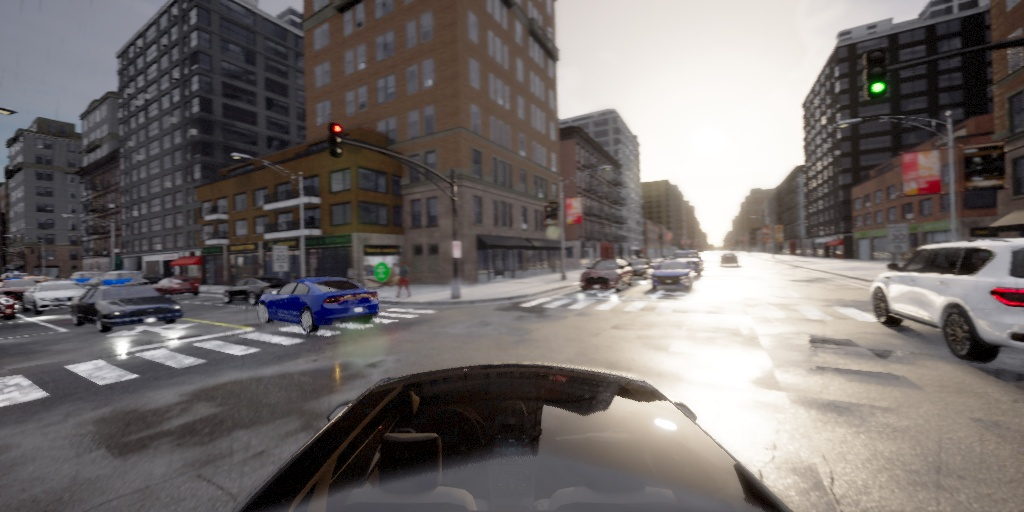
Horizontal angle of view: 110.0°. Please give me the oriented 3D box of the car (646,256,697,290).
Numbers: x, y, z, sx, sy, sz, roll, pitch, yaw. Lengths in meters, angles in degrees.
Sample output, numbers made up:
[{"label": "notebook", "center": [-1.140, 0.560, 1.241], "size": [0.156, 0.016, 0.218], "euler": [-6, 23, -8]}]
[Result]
[{"label": "car", "center": [9.097, 0.970, 20.198], "size": [1.882, 1.535, 5.008], "euler": [-2, 0, 30]}]

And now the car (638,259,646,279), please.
[{"label": "car", "center": [9.910, 0.980, 28.157], "size": [1.837, 1.490, 4.892], "euler": [-2, 0, 30]}]

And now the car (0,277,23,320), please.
[{"label": "car", "center": [-22.069, 1.876, 14.627], "size": [4.097, 1.591, 1.967], "euler": [0, 0, 30]}]

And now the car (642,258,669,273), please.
[{"label": "car", "center": [14.540, 0.940, 36.211], "size": [1.895, 1.301, 4.718], "euler": [-2, 0, 29]}]

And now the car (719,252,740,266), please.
[{"label": "car", "center": [26.851, 0.314, 44.392], "size": [2.097, 1.767, 4.553], "euler": [-2, 0, 30]}]

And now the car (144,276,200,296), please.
[{"label": "car", "center": [-22.820, 2.084, 24.333], "size": [4.207, 1.307, 1.802], "euler": [0, 0, 30]}]

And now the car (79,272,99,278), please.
[{"label": "car", "center": [-37.122, 2.513, 32.610], "size": [4.403, 1.370, 2.007], "euler": [0, 0, 30]}]

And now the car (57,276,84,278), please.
[{"label": "car", "center": [-38.147, 2.581, 30.206], "size": [4.718, 1.301, 1.895], "euler": [-2, 0, 31]}]

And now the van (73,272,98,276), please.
[{"label": "van", "center": [-41.890, 2.459, 35.369], "size": [3.998, 1.789, 1.690], "euler": [0, 0, 30]}]

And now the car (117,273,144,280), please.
[{"label": "car", "center": [-27.587, 2.221, 27.092], "size": [4.313, 1.339, 1.948], "euler": [0, 0, 30]}]

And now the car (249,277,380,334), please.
[{"label": "car", "center": [-6.388, 1.448, 11.663], "size": [5.008, 1.535, 1.882], "euler": [-2, -1, 36]}]

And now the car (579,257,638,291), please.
[{"label": "car", "center": [5.412, 0.959, 20.301], "size": [2.097, 1.767, 4.553], "euler": [-2, 0, 30]}]

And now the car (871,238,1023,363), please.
[{"label": "car", "center": [9.196, 0.696, 6.879], "size": [2.150, 2.045, 5.566], "euler": [-2, 0, 30]}]

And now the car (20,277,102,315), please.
[{"label": "car", "center": [-22.581, 1.991, 17.847], "size": [4.674, 1.442, 1.812], "euler": [-2, 0, 30]}]

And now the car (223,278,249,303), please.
[{"label": "car", "center": [-13.283, 1.767, 18.814], "size": [4.313, 1.339, 1.948], "euler": [0, 0, 30]}]

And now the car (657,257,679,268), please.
[{"label": "car", "center": [19.644, 0.789, 45.019], "size": [1.895, 1.301, 4.718], "euler": [-2, 0, 30]}]

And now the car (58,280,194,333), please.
[{"label": "car", "center": [-13.883, 1.739, 12.812], "size": [5.357, 1.411, 2.033], "euler": [-2, 0, 30]}]

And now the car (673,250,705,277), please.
[{"label": "car", "center": [14.021, 0.569, 28.818], "size": [2.150, 2.045, 5.566], "euler": [-2, 0, 30]}]

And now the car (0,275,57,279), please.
[{"label": "car", "center": [-31.278, 2.220, 22.893], "size": [5.008, 1.535, 1.882], "euler": [-2, 0, 30]}]

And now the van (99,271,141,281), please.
[{"label": "van", "center": [-32.355, 2.149, 29.851], "size": [3.998, 1.789, 1.690], "euler": [0, 0, 30]}]

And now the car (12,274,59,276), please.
[{"label": "car", "center": [-46.766, 2.740, 35.135], "size": [5.008, 1.535, 1.882], "euler": [-2, 0, 30]}]

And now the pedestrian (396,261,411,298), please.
[{"label": "pedestrian", "center": [-5.133, 1.100, 17.057], "size": [0.375, 1.860, 0.375], "euler": [-2, 0, 30]}]
